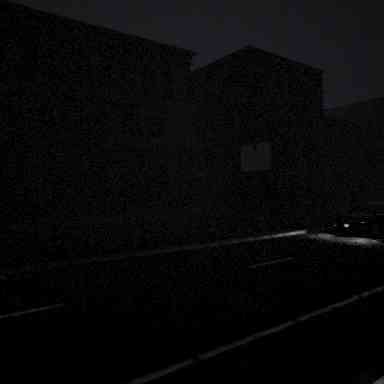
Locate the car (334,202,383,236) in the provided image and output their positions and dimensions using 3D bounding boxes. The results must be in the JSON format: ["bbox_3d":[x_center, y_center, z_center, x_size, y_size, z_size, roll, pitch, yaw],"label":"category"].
[{"bbox_3d":[9.368,1.318,17.403,4.892,1.490,1.837,-1,1,-36],"label":"car"}]
